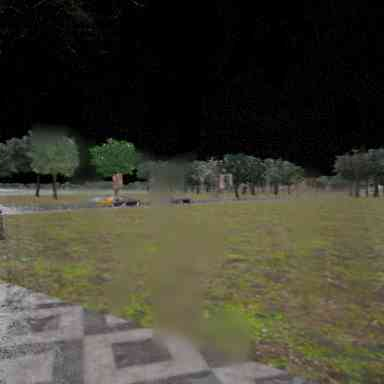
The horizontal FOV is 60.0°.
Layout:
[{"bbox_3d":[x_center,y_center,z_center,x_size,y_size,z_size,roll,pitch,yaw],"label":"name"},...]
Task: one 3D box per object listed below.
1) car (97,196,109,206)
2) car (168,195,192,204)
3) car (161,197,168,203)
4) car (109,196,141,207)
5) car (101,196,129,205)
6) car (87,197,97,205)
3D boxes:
[{"bbox_3d":[-12.705,1.500,55.084,1.882,1.535,5.008,0,0,36],"label":"car"},{"bbox_3d":[-1.946,1.388,64.465,2.097,1.767,4.553,0,0,36],"label":"car"},{"bbox_3d":[-4.080,1.573,67.064,2.033,1.411,5.357,0,0,36],"label":"car"},{"bbox_3d":[-10.264,1.543,52.920,1.837,1.490,4.892,0,1,36],"label":"car"},{"bbox_3d":[-13.687,1.534,59.369,1.812,1.442,4.674,0,0,36],"label":"car"},{"bbox_3d":[-16.801,1.519,60.597,1.812,1.442,4.674,0,0,36],"label":"car"}]
